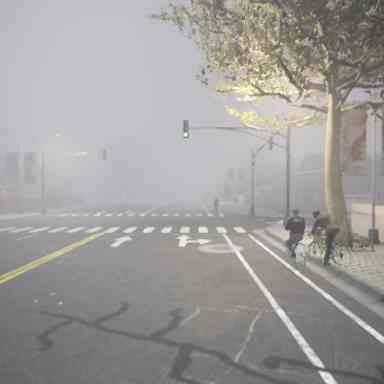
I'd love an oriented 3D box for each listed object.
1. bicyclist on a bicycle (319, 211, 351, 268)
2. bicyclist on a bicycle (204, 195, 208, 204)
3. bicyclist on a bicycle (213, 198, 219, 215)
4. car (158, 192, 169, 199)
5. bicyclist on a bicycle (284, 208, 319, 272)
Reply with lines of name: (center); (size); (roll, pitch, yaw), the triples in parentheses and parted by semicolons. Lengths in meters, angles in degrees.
bicyclist on a bicycle: (3.800, 1.322, 9.516); (0.582, 1.620, 1.656); (-9, -1, -23)
bicyclist on a bicycle: (2.407, 1.260, 56.200); (0.866, 1.612, 1.509); (0, 0, 0)
bicyclist on a bicycle: (2.330, 1.366, 31.919); (0.582, 1.620, 1.656); (0, 0, 0)
car: (-6.321, 0.727, 73.218); (2.097, 1.767, 4.553); (0, 0, 0)
bicyclist on a bicycle: (2.987, 1.346, 9.795); (0.659, 1.776, 1.843); (0, 0, -1)
